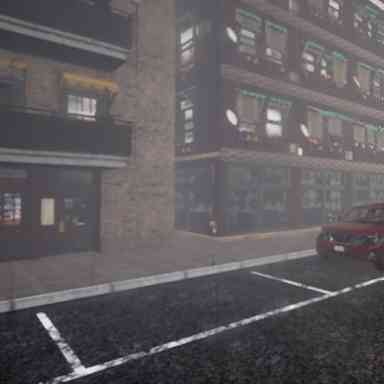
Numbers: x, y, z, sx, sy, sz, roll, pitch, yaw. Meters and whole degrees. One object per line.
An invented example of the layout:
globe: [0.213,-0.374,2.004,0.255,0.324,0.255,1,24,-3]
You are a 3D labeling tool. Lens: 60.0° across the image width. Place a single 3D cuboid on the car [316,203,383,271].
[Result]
car: [6.280,1.310,11.031,5.009,1.841,2.192,0,0,-35]
